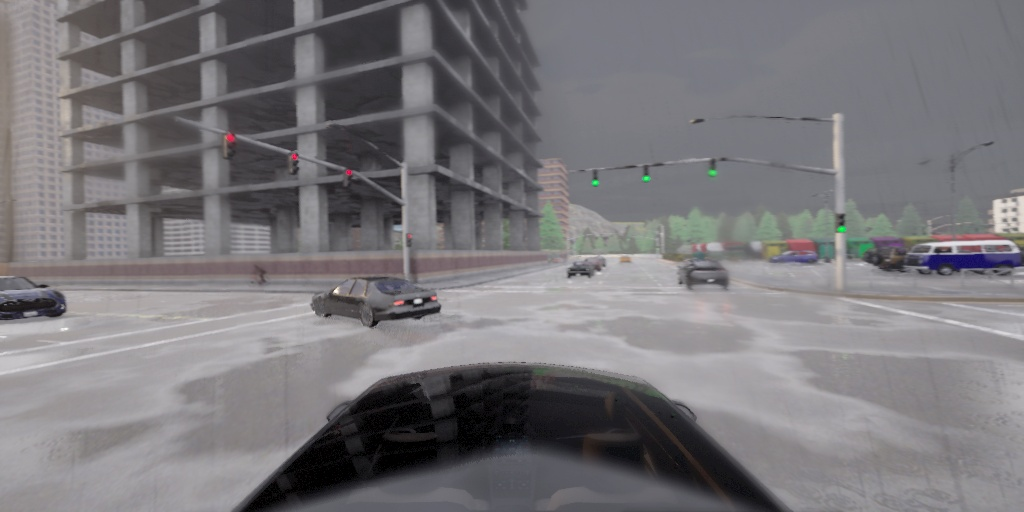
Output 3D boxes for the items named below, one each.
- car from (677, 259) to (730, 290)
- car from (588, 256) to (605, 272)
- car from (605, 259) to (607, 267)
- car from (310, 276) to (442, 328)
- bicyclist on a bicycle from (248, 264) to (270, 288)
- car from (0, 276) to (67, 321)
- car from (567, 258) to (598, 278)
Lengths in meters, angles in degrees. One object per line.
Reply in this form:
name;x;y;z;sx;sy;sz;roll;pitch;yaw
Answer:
car;10.000;0.922;19.036;2.128;1.511;4.902;-1;0;17
car;8.737;0.872;39.151;1.882;1.535;5.008;-1;0;18
car;11.842;0.780;48.892;2.128;1.511;4.902;-1;0;17
car;-4.623;1.373;11.755;5.357;1.411;2.033;-1;0;39
bicyclist on a bicycle;-18.152;1.426;25.734;0.582;1.620;1.656;-1;0;18
car;-19.476;1.549;13.590;4.553;1.767;2.097;-1;0;18
car;5.699;1.099;29.450;1.895;1.301;4.718;-1;0;17
